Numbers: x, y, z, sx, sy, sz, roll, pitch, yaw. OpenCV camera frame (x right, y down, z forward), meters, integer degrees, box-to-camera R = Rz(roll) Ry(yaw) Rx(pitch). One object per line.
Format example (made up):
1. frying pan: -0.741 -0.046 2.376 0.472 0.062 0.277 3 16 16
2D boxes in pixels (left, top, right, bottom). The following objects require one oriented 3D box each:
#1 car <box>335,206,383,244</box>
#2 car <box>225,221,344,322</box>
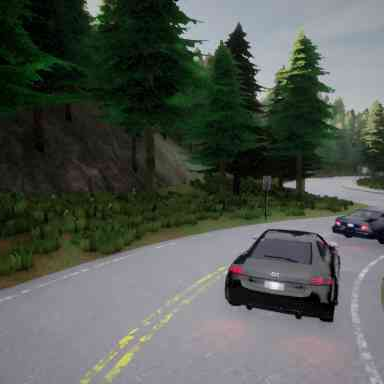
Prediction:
1. car: 8.598 1.372 14.966 5.357 1.411 2.033 -1 5 -33
2. car: 2.213 1.532 7.444 1.994 1.385 4.181 2 2 24
